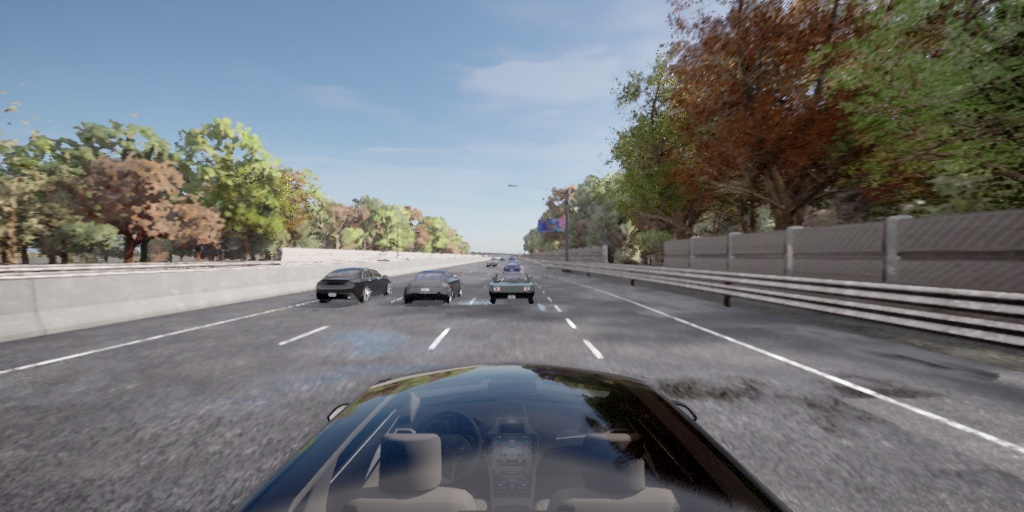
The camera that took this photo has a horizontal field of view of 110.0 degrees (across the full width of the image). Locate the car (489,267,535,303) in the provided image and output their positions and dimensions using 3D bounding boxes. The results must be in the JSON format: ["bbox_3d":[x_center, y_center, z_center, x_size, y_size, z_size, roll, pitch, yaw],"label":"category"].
[{"bbox_3d":[-0.003,1.361,16.651,1.895,1.301,4.718,0,0,0],"label":"car"}]

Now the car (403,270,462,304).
[{"bbox_3d":[-3.505,1.324,16.475,1.994,1.385,4.181,0,0,0],"label":"car"}]

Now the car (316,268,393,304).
[{"bbox_3d":[-7.002,1.266,16.395,1.837,1.490,4.892,0,0,0],"label":"car"}]

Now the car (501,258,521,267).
[{"bbox_3d":[-0.007,1.301,39.848,1.812,1.442,4.674,0,0,0],"label":"car"}]
